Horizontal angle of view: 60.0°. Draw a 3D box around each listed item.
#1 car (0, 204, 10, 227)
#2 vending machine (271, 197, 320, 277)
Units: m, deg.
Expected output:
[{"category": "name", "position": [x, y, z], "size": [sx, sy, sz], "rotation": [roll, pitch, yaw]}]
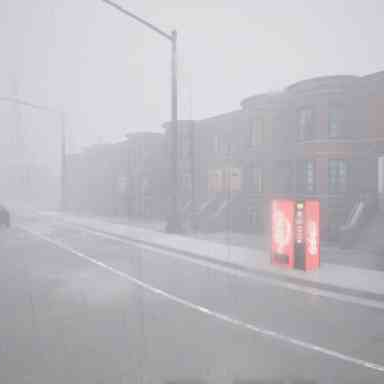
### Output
[{"category": "car", "position": [-13.346, 1.478, 21.976], "size": [1.882, 1.535, 5.008], "rotation": [0, 0, -36]}, {"category": "vending machine", "position": [2.941, 1.195, 9.479], "size": [1.100, 2.100, 0.880], "rotation": [0, 0, -40]}]
